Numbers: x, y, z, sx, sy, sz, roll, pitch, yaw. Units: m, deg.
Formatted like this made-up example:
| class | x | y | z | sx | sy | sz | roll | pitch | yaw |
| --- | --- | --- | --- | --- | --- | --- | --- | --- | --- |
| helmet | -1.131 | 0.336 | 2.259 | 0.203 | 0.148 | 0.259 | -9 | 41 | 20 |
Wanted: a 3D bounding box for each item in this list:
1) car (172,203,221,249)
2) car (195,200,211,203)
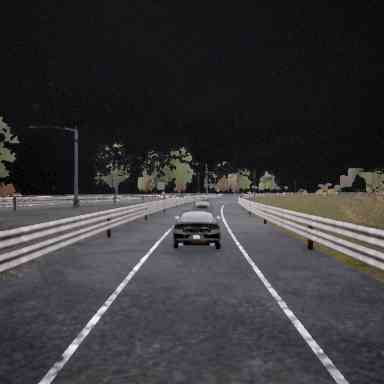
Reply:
| class | x | y | z | sx | sy | sz | roll | pitch | yaw |
| --- | --- | --- | --- | --- | --- | --- | --- | --- | --- |
| car | 0.249 | 1.485 | 14.581 | 1.882 | 1.535 | 5.008 | 0 | 0 | 2 |
| car | 0.996 | 1.519 | 29.505 | 1.837 | 1.490 | 4.892 | 0 | 0 | 4 |
